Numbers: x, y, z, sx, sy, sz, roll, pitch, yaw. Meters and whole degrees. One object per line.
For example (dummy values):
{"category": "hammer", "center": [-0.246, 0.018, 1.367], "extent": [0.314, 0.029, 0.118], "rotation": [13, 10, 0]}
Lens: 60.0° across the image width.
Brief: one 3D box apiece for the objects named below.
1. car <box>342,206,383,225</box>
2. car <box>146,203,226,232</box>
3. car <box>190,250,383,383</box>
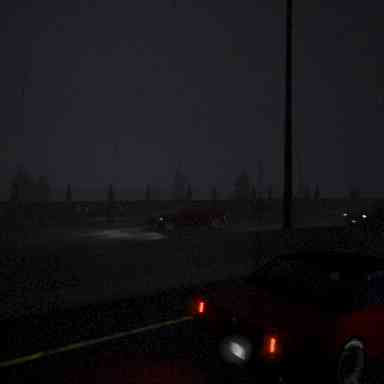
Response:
{"category": "car", "center": [12.457, 1.619, 22.358], "extent": [4.718, 1.301, 1.895], "rotation": [0, 0, -24]}
{"category": "car", "center": [-0.291, 1.446, 19.939], "extent": [5.008, 1.535, 1.882], "rotation": [0, 0, -29]}
{"category": "car", "center": [2.424, 1.597, 5.135], "extent": [4.718, 1.301, 1.895], "rotation": [0, 0, -32]}
